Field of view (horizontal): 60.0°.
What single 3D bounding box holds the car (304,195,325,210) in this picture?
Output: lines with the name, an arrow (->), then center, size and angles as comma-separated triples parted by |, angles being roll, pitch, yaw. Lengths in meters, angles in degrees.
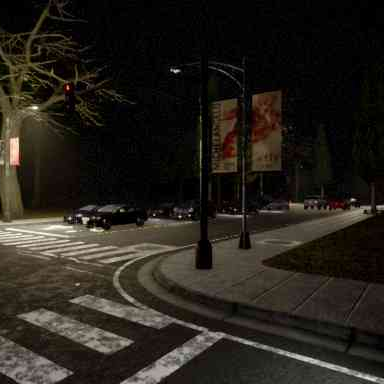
car -> 17.943, 1.521, 48.295 | 2.150, 2.045, 5.566 | 0, 0, 35

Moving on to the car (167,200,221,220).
car -> 0.294, 1.472, 29.221 | 2.097, 1.767, 4.553 | 0, 0, 35

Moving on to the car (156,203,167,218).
car -> -1.836, 1.667, 31.831 | 2.033, 1.411, 5.357 | 0, 0, 35

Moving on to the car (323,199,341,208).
car -> 24.079, 1.926, 57.018 | 1.812, 1.442, 4.674 | 0, -1, 35

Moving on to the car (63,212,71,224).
car -> -7.167, 1.637, 24.286 | 1.994, 1.385, 4.181 | 0, 0, 36

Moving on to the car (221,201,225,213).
car -> 3.894, 1.776, 39.980 | 1.895, 1.301, 4.718 | 0, 0, 35

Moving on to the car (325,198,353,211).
car -> 20.695, 1.659, 46.568 | 2.097, 1.767, 4.553 | 0, 0, 35

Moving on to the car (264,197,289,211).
car -> 11.900, 1.772, 45.638 | 1.812, 1.442, 4.674 | 0, 0, 36

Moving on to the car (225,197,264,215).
car -> 5.949, 1.680, 37.248 | 1.837, 1.490, 4.892 | 0, 0, 35

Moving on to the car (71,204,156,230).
car -> -4.957, 1.566, 21.765 | 2.128, 1.511, 4.902 | 0, 0, 35

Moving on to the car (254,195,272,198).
car -> 9.978, 1.472, 48.544 | 2.150, 2.045, 5.566 | 0, 0, 38

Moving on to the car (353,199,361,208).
car -> 26.454, 1.892, 54.750 | 2.128, 1.511, 4.902 | 0, -1, 35
